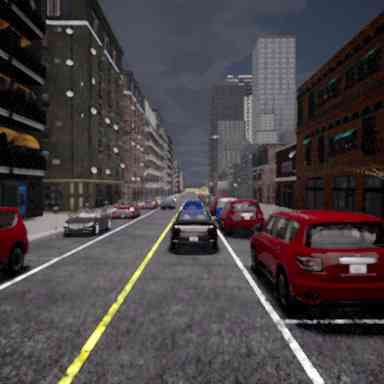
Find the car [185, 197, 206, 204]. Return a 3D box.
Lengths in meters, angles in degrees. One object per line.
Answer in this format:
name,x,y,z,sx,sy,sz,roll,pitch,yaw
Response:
car,0.073,1.496,31.298,1.882,1.535,5.008,0,0,0

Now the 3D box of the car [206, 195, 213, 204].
car,2.655,1.332,29.358,2.192,1.841,5.009,-1,0,0

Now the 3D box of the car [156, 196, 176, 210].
car,-3.118,1.572,44.033,2.033,1.411,5.357,0,0,0

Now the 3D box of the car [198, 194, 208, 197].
car,2.610,1.597,61.640,1.947,1.339,4.313,-1,0,0

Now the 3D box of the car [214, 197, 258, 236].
car,2.661,1.327,18.543,2.192,1.841,5.009,-1,0,0

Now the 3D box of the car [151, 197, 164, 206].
car,-5.735,1.554,55.835,1.752,1.417,4.829,-1,0,0

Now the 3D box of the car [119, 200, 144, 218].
car,-5.722,1.457,29.360,1.967,1.590,4.097,-1,0,0

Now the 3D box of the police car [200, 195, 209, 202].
police car,2.957,1.459,78.394,1.930,1.638,5.238,0,0,0

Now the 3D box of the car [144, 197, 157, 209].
car,-5.731,1.465,45.582,1.967,1.590,4.097,-1,0,0

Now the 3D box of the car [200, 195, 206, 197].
car,2.649,1.587,50.488,2.008,1.369,4.403,-1,0,0

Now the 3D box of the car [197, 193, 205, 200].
car,2.587,1.349,95.118,2.192,1.841,5.009,-1,0,0

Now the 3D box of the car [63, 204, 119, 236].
car,-5.715,1.562,18.546,2.008,1.369,4.403,-1,0,0

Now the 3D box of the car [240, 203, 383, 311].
car,2.667,1.320,7.729,2.192,1.841,5.009,-1,0,0

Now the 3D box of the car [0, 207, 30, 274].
car,-5.713,1.320,7.732,2.192,1.841,5.009,-1,0,0

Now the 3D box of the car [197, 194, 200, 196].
car,2.602,1.347,67.219,2.192,1.841,5.009,-1,0,0

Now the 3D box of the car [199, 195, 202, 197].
car,2.613,1.595,56.060,1.947,1.339,4.313,-1,0,0

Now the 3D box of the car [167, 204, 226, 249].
car,0.076,1.501,14.557,2.128,1.511,4.902,0,0,0

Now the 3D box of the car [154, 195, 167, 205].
car,-5.739,1.471,61.585,1.967,1.590,4.097,-1,0,0
